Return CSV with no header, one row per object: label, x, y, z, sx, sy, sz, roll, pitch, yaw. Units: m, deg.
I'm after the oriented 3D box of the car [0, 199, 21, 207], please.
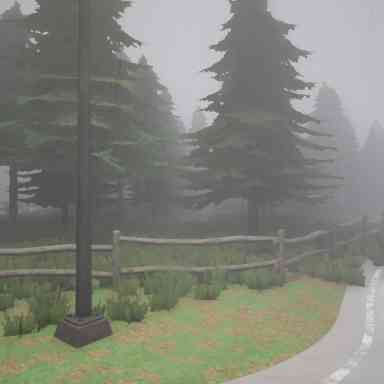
car,-19.308,1.453,35.323,2.128,1.511,4.902,0,0,3
